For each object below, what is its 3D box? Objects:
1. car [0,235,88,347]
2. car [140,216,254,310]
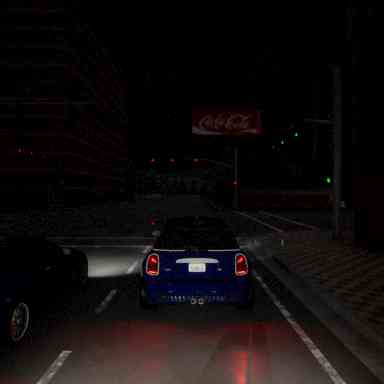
[{"bbox_3d":[-3.420,1.526,6.181,1.812,1.442,4.674,0,0,0],"label":"car"},{"bbox_3d":[0.085,1.352,7.977,2.097,1.767,4.553,0,0,0],"label":"car"}]
